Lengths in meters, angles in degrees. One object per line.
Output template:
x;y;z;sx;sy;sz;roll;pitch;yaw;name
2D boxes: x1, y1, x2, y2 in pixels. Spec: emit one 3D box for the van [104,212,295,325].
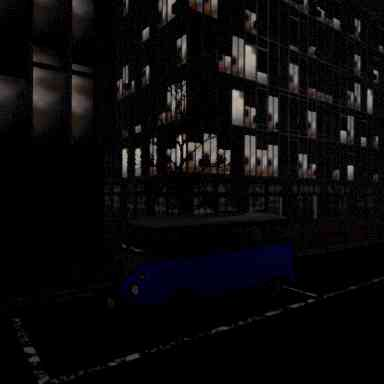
0.342;1.341;6.807;3.998;1.788;1.690;0;0;-36;van
